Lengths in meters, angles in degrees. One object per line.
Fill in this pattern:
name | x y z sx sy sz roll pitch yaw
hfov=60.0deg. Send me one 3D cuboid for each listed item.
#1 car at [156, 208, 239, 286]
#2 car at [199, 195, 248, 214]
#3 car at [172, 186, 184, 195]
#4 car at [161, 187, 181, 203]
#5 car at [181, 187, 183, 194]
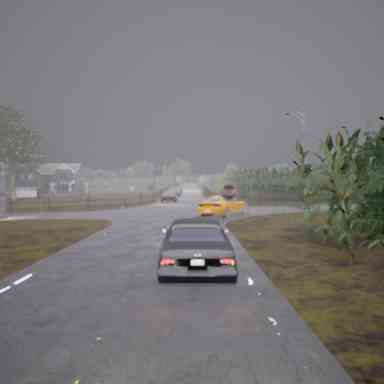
car | 0.099 1.410 9.145 2.033 1.411 5.357 0 1 0
car | 2.339 0.967 24.056 1.882 1.535 5.008 -2 2 31
car | -2.713 -0.353 65.388 2.033 1.411 5.357 0 3 0
car | -2.842 0.491 42.663 1.882 1.535 5.008 0 2 1
car | -2.773 0.048 54.811 1.882 1.535 5.008 0 2 0
